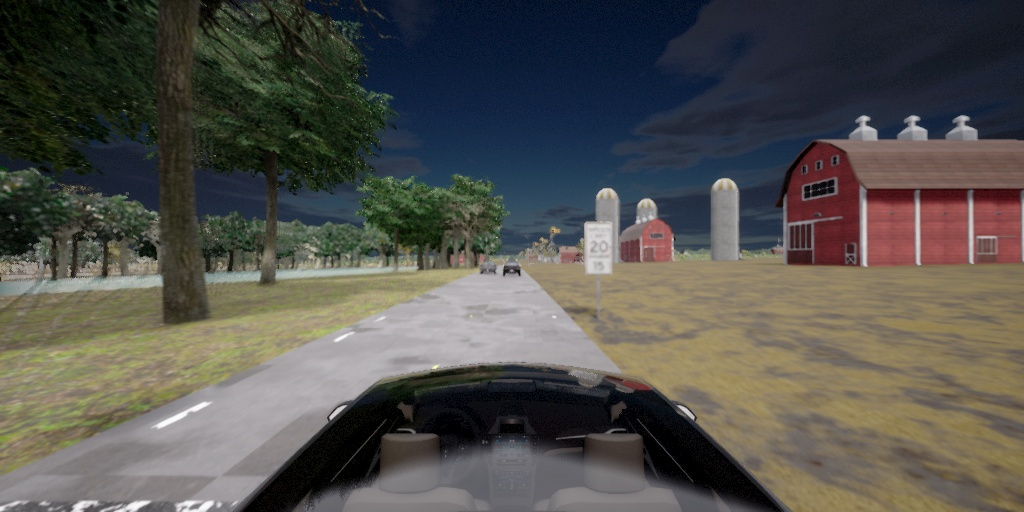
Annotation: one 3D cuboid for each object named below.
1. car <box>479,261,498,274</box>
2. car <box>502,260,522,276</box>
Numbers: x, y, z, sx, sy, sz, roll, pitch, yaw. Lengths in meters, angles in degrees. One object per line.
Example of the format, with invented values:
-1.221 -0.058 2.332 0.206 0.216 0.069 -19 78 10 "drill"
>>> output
-2.760 1.394 42.961 1.837 1.490 4.892 0 -1 0 "car"
-0.009 1.321 38.012 1.882 1.535 5.008 0 0 0 "car"
